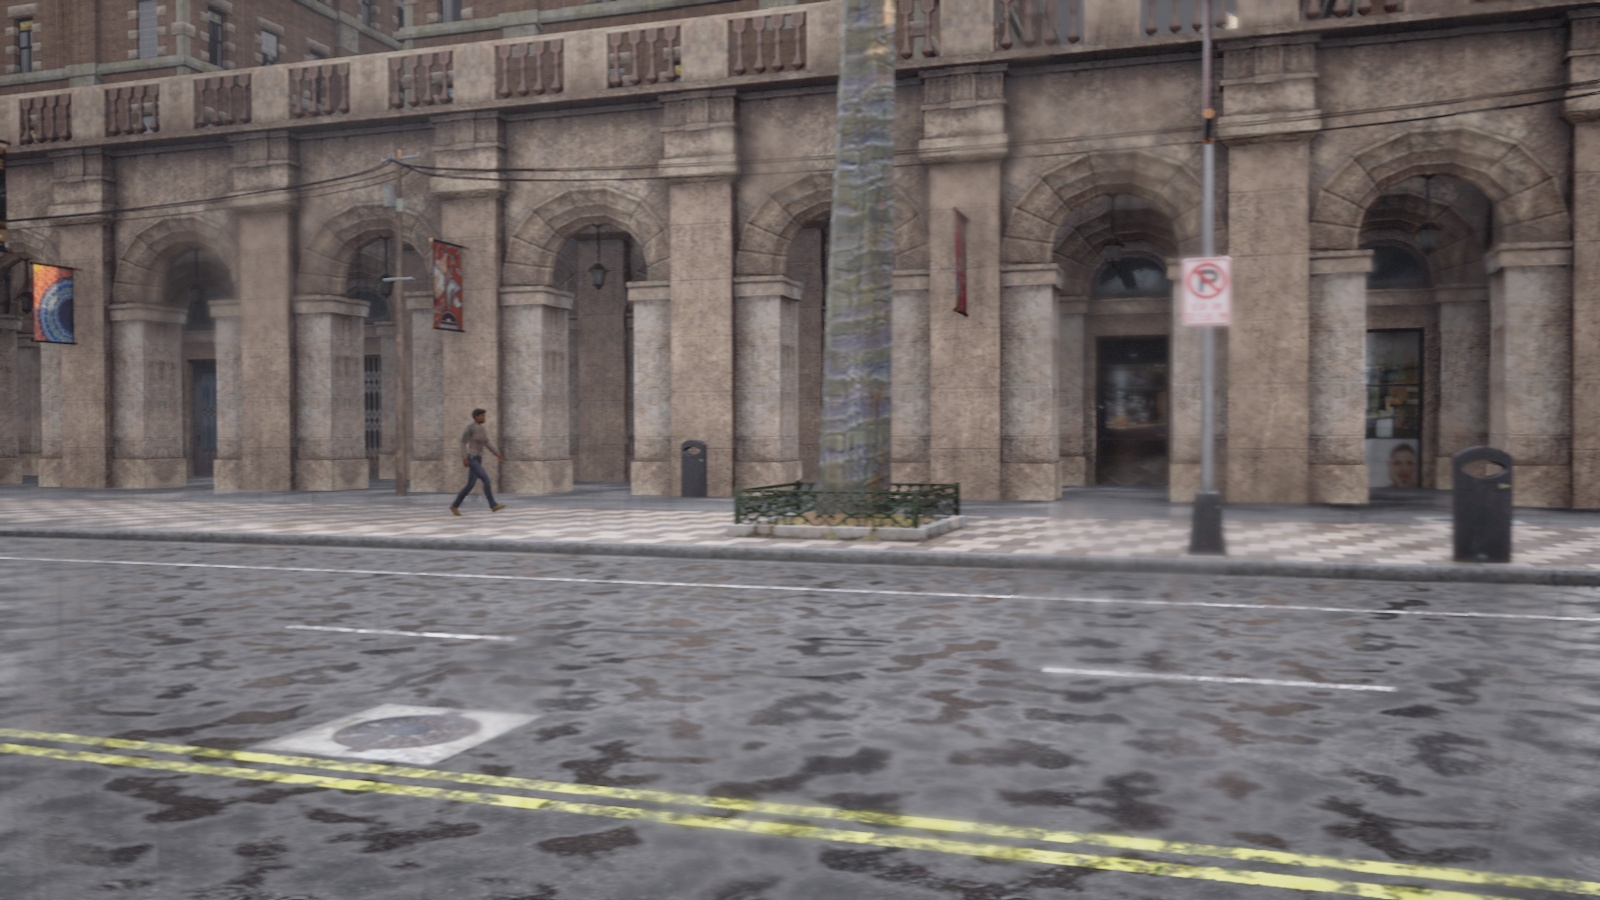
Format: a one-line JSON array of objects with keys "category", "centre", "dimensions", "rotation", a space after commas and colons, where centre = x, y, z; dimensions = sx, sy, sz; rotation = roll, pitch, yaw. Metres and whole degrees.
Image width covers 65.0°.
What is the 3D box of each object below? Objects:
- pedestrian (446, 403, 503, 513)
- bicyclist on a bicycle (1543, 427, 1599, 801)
[{"category": "pedestrian", "centre": [-5.439, 0.127, 20.990], "dimensions": [0.869, 1.805, 0.328], "rotation": [0, 1, 15]}, {"category": "bicyclist on a bicycle", "centre": [4.260, 0.708, 5.479], "dimensions": [1.656, 1.620, 0.582], "rotation": [0, 1, 18]}]
